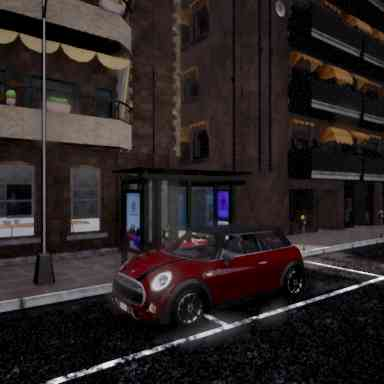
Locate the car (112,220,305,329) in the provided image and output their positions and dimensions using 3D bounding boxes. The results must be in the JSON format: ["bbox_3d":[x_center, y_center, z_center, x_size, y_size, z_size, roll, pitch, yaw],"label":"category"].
[{"bbox_3d":[0.439,1.440,6.887,4.097,1.590,1.967,0,0,-36],"label":"car"}]
